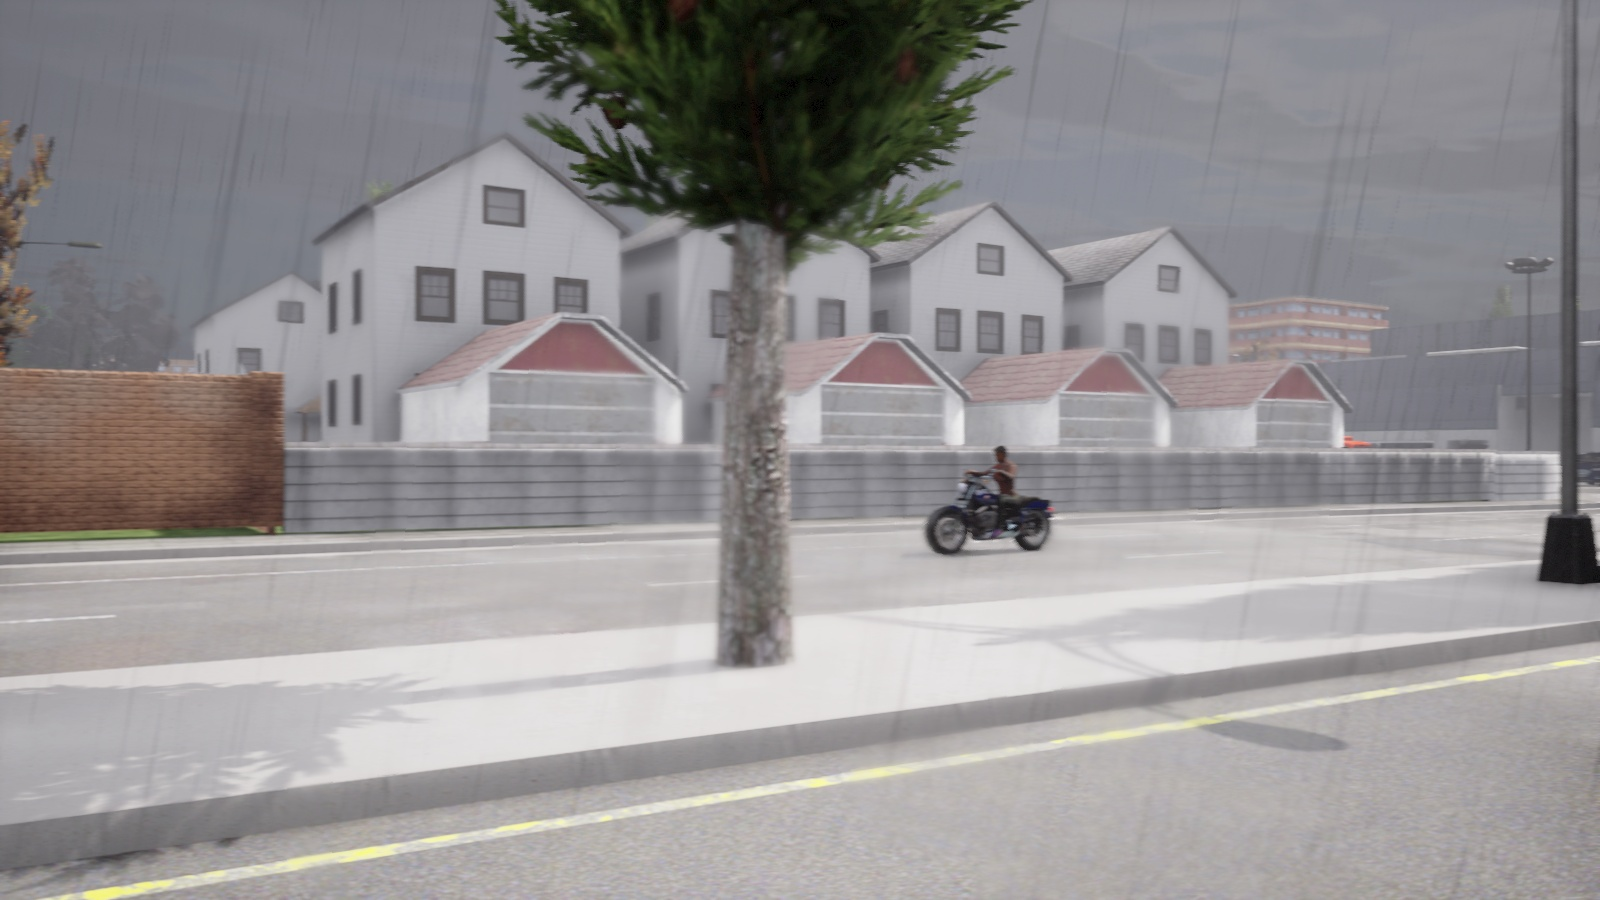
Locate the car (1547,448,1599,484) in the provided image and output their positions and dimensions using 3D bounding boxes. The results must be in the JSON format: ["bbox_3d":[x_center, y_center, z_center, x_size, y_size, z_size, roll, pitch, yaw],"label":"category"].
[{"bbox_3d":[37.727,0.726,59.818,4.856,1.649,2.033,0,0,-37],"label":"car"}]

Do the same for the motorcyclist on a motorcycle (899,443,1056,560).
[{"bbox_3d":[2.653,0.725,18.624,2.350,1.649,0.766,0,0,-31],"label":"motorcyclist on a motorcycle"}]

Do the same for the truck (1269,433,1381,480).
[{"bbox_3d":[28.792,0.332,69.044,2.627,2.467,5.204,0,0,-26],"label":"truck"}]
